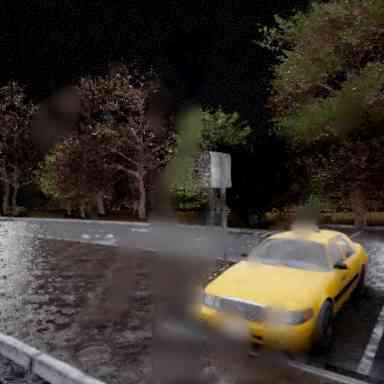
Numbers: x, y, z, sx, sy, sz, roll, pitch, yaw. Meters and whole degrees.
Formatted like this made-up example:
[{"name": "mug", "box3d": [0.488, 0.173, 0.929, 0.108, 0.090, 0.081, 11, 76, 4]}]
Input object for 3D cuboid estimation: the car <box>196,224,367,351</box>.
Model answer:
[{"name": "car", "box3d": [2.129, 1.454, 6.528, 1.946, 1.575, 5.366, 0, 0, 36]}]
